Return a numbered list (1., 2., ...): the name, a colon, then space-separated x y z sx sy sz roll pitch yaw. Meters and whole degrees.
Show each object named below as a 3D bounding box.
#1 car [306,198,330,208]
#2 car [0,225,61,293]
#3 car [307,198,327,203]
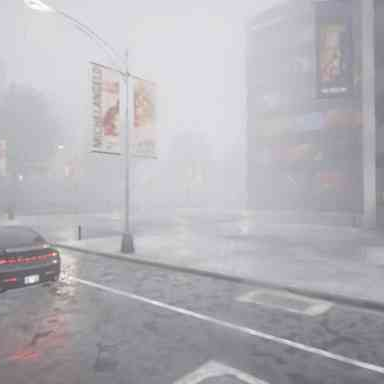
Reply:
1. car: 20.425 1.678 53.752 2.161 1.482 4.786 -1 -1 40
2. car: -5.239 1.607 8.564 4.892 1.490 1.837 0 0 40
3. car: 15.724 1.527 41.767 2.002 1.452 4.674 -1 -1 40
